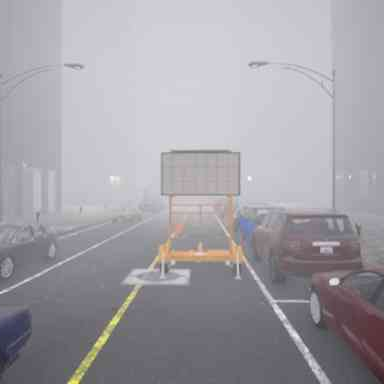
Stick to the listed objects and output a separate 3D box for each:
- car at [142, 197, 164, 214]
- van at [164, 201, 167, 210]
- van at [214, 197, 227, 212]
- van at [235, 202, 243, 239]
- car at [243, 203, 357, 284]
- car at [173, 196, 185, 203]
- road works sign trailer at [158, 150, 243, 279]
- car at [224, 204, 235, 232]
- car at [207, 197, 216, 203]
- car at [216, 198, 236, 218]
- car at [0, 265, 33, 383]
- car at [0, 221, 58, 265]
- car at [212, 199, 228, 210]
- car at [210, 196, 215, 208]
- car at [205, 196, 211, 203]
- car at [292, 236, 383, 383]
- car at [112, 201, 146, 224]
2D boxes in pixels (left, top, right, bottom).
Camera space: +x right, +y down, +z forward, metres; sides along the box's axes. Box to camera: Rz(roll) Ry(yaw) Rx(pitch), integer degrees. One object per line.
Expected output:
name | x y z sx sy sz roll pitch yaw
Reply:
car | -4.785 1.514 37.530 2.192 1.841 5.009 0 0 2
van | -4.637 1.570 43.053 1.690 1.788 3.998 0 0 2
van | 3.743 1.543 37.289 1.690 1.788 3.998 0 0 2
van | 3.158 1.424 15.196 1.690 1.788 3.998 0 0 2
car | 3.011 1.369 9.672 2.192 1.841 5.009 0 0 2
car | -3.619 1.771 81.128 2.192 1.841 5.009 0 0 2
road works sign trailer | 0.256 0.519 10.218 2.380 3.560 2.880 0 0 1
car | 3.305 1.663 20.718 2.008 1.369 4.403 0 0 2
car | 5.054 2.061 86.531 1.947 1.339 4.313 0 0 2
car | 3.597 1.612 31.766 1.967 1.590 4.097 0 0 2
car | -2.966 1.610 1.920 1.895 1.301 4.718 0 0 2
car | -5.527 1.602 9.915 2.008 1.369 4.403 0 0 2
car | 4.036 1.813 48.335 2.008 1.369 4.403 0 0 2
car | 3.889 1.547 42.813 2.192 1.841 5.009 0 0 2
car | 4.902 1.774 80.891 2.192 1.841 5.009 0 0 2
car | 2.866 1.569 4.148 1.887 1.381 4.507 0 0 2
car | -5.086 1.664 26.314 1.752 1.417 4.829 0 0 2
